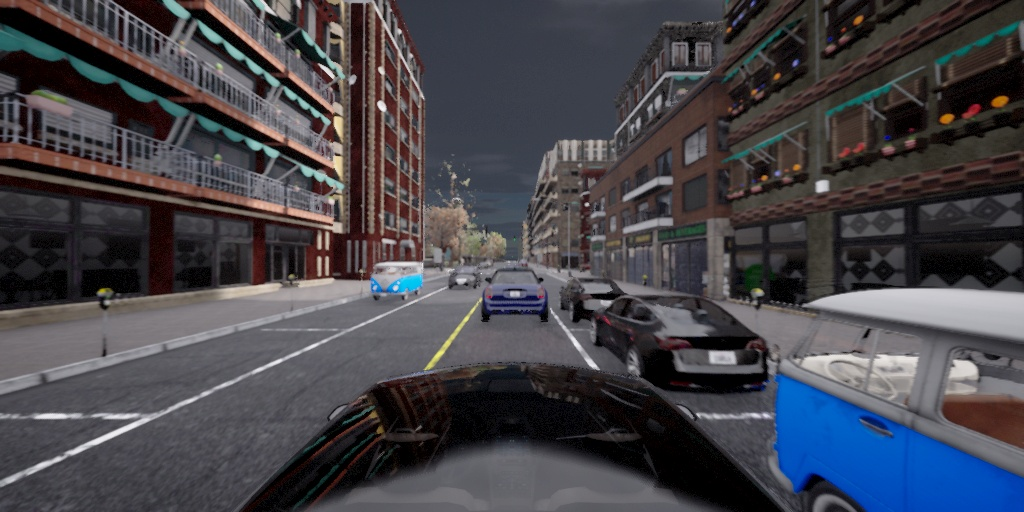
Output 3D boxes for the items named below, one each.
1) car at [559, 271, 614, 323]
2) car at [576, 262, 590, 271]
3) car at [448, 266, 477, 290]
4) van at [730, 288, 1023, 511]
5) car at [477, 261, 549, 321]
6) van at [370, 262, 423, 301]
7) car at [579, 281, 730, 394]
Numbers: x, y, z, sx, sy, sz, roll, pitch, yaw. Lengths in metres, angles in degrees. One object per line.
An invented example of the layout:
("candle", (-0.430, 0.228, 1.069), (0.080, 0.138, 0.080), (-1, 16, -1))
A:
("car", (2.690, 1.392, 12.328), (1.948, 1.339, 4.313), (0, 0, 0))
("car", (13.443, 1.807, 60.693), (5.009, 1.841, 2.192), (0, 0, -1))
("car", (-3.100, 1.406, 24.260), (2.128, 1.511, 4.902), (0, 0, 0))
("van", (2.692, 1.086, 1.004), (1.690, 1.789, 3.998), (0, 0, 0))
("car", (0.093, 1.182, 12.931), (2.097, 1.767, 4.553), (0, 0, 0))
("van", (-5.691, 1.208, 17.987), (1.690, 1.789, 3.998), (0, 0, 0))
("car", (2.691, 1.351, 6.665), (1.948, 1.339, 4.313), (0, 0, 0))
